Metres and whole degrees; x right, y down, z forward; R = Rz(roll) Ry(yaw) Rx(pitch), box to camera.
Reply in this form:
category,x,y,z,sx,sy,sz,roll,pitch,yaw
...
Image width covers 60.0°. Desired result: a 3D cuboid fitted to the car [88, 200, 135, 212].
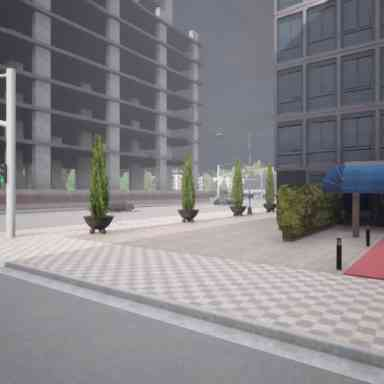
category,x,y,z,sx,sy,sz,roll,pitch,yaw
car,-8.590,1.543,36.045,2.033,1.411,5.357,0,0,36

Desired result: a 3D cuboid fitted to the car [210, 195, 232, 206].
category,x,y,z,sx,sy,sz,roll,pitch,yaw
car,5.152,1.561,54.820,1.994,1.385,4.181,0,0,36
